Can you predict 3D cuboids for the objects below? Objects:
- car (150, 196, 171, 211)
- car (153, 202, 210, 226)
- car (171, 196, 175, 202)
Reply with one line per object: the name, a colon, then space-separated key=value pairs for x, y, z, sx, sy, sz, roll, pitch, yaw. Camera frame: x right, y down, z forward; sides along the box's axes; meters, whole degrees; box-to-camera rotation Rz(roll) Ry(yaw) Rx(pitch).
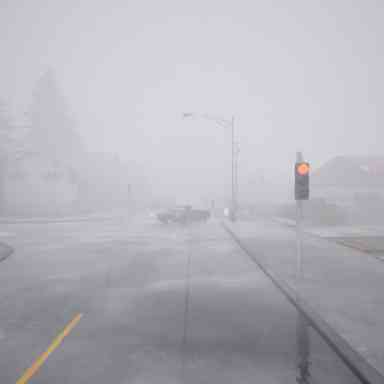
car: x=-4.062 y=1.504 z=41.574 sx=1.837 sy=1.490 sz=4.892 roll=0 pitch=0 yaw=0
car: x=-0.423 y=1.600 z=23.413 sx=1.895 sy=1.301 sz=4.718 roll=0 pitch=0 yaw=28
car: x=-4.049 y=1.525 z=50.785 sx=1.812 sy=1.442 sz=4.674 roll=0 pitch=0 yaw=0
